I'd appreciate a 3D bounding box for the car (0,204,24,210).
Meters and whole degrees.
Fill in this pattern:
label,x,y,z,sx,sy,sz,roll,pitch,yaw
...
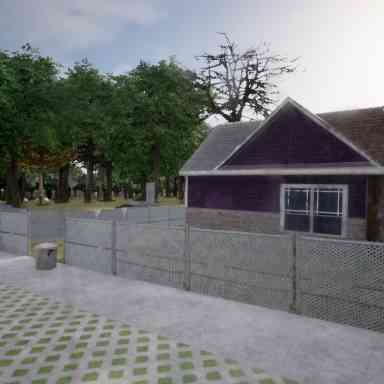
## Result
label,x,y,z,sx,sy,sz,roll,pitch,yaw
car,-13.496,1.548,22.077,1.812,1.442,4.674,2,1,36

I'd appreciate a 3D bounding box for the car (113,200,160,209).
label,x,y,z,sx,sy,sz,roll,pitch,yaw
car,-5.389,1.510,33.294,2.033,1.411,5.357,2,2,36
